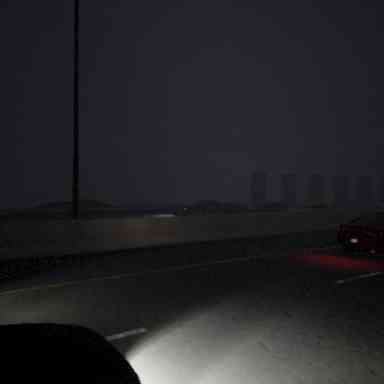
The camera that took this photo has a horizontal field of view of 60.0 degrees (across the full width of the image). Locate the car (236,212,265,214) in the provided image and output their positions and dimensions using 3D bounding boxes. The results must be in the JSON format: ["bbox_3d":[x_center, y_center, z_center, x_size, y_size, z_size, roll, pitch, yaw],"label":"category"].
[{"bbox_3d":[6.533,1.568,28.336,4.892,1.490,1.837,0,0,-28],"label":"car"}]

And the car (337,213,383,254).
[{"bbox_3d":[7.686,1.528,12.692,5.008,1.535,1.882,0,0,-31],"label":"car"}]

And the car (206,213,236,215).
[{"bbox_3d":[3.087,1.614,30.427,4.181,1.385,1.994,0,0,-29],"label":"car"}]

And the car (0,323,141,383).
[{"bbox_3d":[-2.311,1.554,2.008,4.181,1.385,1.994,0,0,-36],"label":"car"}]

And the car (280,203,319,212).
[{"bbox_3d":[8.933,1.549,25.672,5.008,1.535,1.882,0,0,-28],"label":"car"}]
